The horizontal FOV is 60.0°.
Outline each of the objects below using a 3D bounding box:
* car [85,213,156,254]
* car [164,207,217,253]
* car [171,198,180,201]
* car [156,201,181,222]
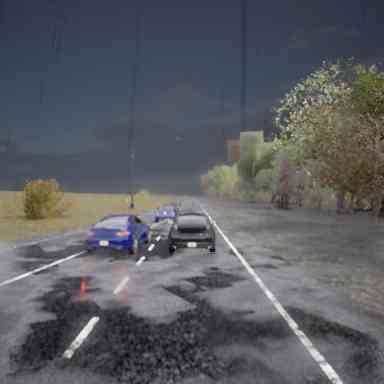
[{"bbox_3d":[-2.960,1.658,14.002,1.812,1.442,4.674,0,-1,4],"label":"car"},{"bbox_3d":[0.004,1.642,14.307,1.837,1.490,4.892,0,0,0],"label":"car"},{"bbox_3d":[-3.496,1.995,71.524,2.097,1.767,4.553,0,0,0],"label":"car"},{"bbox_3d":[-2.040,1.787,28.924,2.033,1.411,5.357,0,0,3],"label":"car"}]
